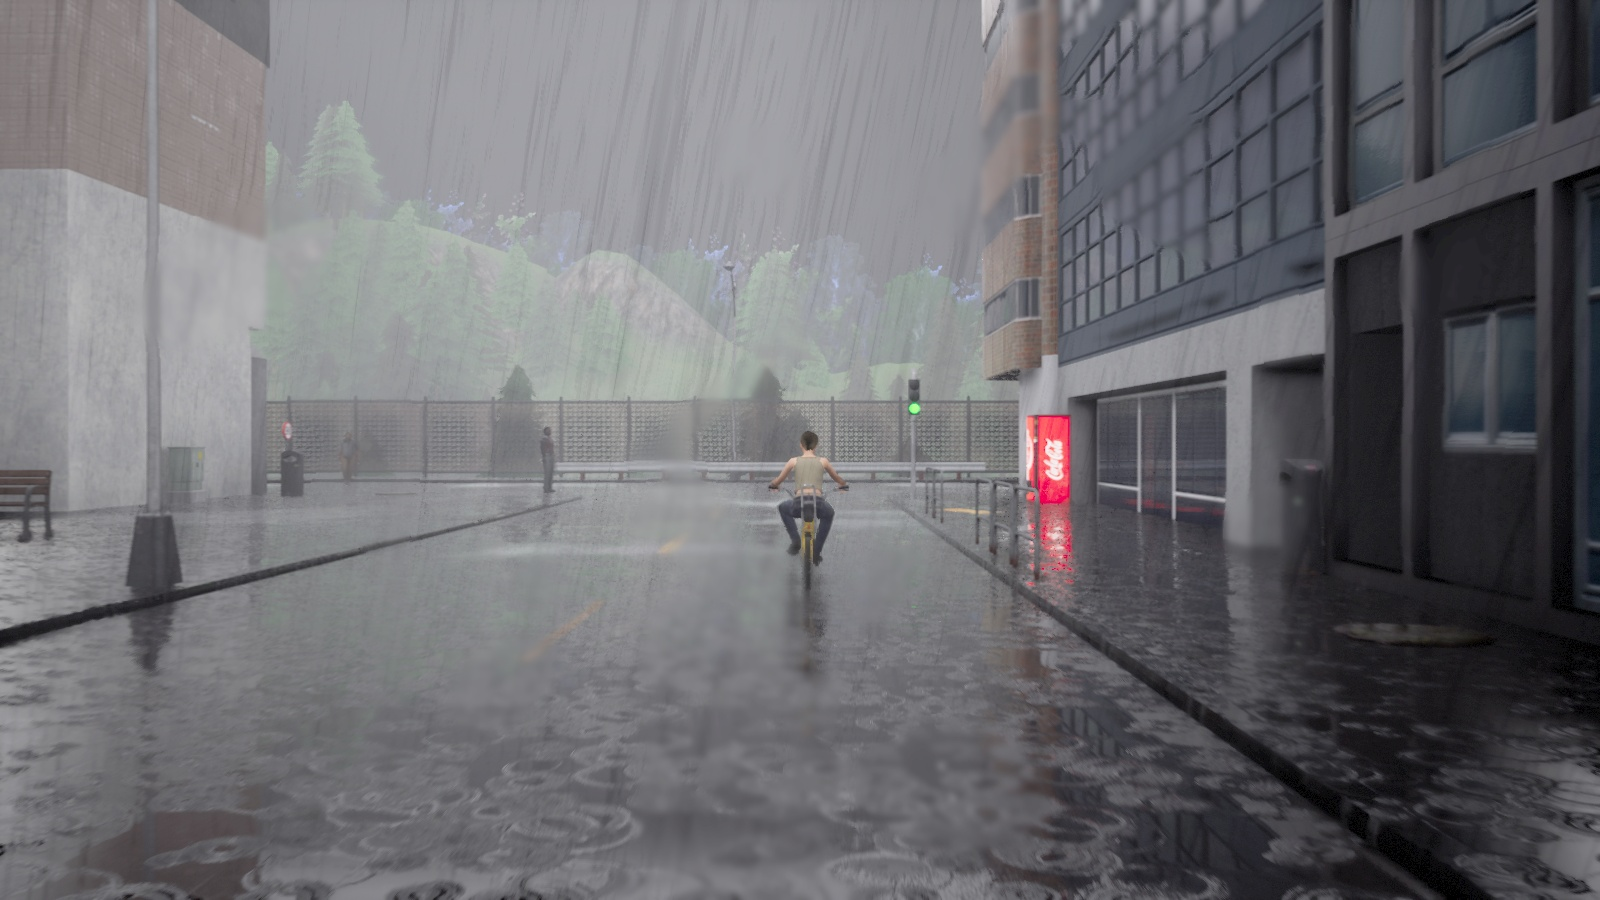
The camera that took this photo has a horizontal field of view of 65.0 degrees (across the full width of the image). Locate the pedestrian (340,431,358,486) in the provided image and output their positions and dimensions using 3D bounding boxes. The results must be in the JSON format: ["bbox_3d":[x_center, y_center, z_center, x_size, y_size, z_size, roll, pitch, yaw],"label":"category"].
[{"bbox_3d":[-15.358,0.296,42.784,0.540,1.848,0.694,0,0,-18],"label":"pedestrian"}]

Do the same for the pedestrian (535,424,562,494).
[{"bbox_3d":[-7.024,0.251,35.078,0.666,1.930,0.402,0,0,33],"label":"pedestrian"}]

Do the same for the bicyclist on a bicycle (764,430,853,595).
[{"bbox_3d":[0.090,0.609,13.078,0.866,1.612,1.509,0,0,0],"label":"bicyclist on a bicycle"}]
